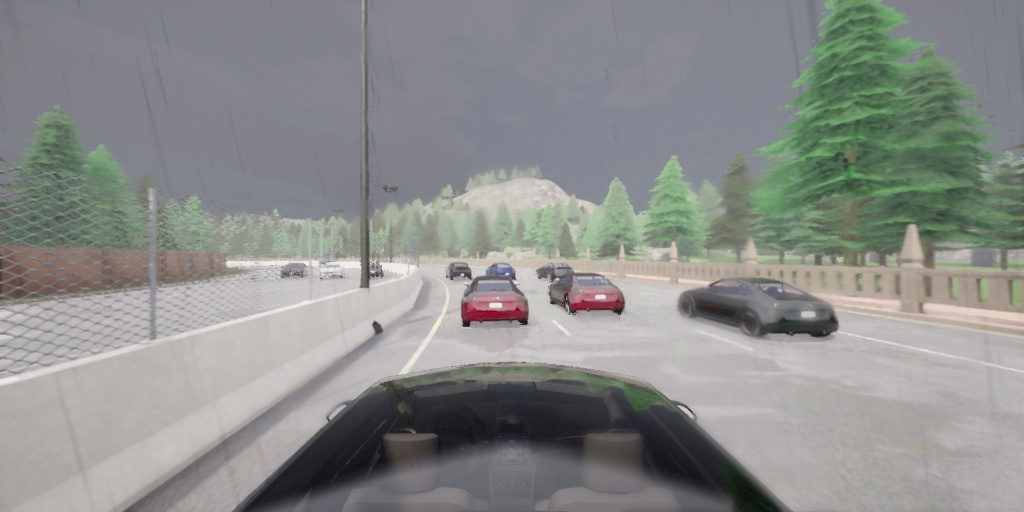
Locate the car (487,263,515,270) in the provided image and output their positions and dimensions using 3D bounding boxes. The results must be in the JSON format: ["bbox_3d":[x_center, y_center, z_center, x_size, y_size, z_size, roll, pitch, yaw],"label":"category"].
[{"bbox_3d":[-1.014,1.307,31.183,1.812,1.442,4.674,0,0,-17],"label":"car"}]

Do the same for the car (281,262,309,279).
[{"bbox_3d":[-20.954,1.374,34.740,1.837,1.490,4.892,0,-1,-23],"label":"car"}]

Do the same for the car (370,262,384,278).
[{"bbox_3d":[-13.346,1.327,34.479,2.128,1.511,4.902,0,0,-21],"label":"car"}]

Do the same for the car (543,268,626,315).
[{"bbox_3d":[2.671,1.314,13.700,1.994,1.385,4.181,0,0,-6],"label":"car"}]

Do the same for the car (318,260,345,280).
[{"bbox_3d":[-16.606,1.373,33.250,1.812,1.442,4.674,0,0,-21],"label":"car"}]

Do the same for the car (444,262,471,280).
[{"bbox_3d":[-4.751,1.302,31.549,1.837,1.490,4.892,0,0,-17],"label":"car"}]

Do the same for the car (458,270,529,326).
[{"bbox_3d":[-0.640,1.326,11.827,1.994,1.385,4.181,0,0,-6],"label":"car"}]

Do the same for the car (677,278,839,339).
[{"bbox_3d":[6.538,1.294,10.111,1.994,1.385,4.181,0,0,-5],"label":"car"}]

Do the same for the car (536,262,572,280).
[{"bbox_3d":[3.360,1.252,28.613,2.128,1.511,4.902,0,0,-14],"label":"car"}]
